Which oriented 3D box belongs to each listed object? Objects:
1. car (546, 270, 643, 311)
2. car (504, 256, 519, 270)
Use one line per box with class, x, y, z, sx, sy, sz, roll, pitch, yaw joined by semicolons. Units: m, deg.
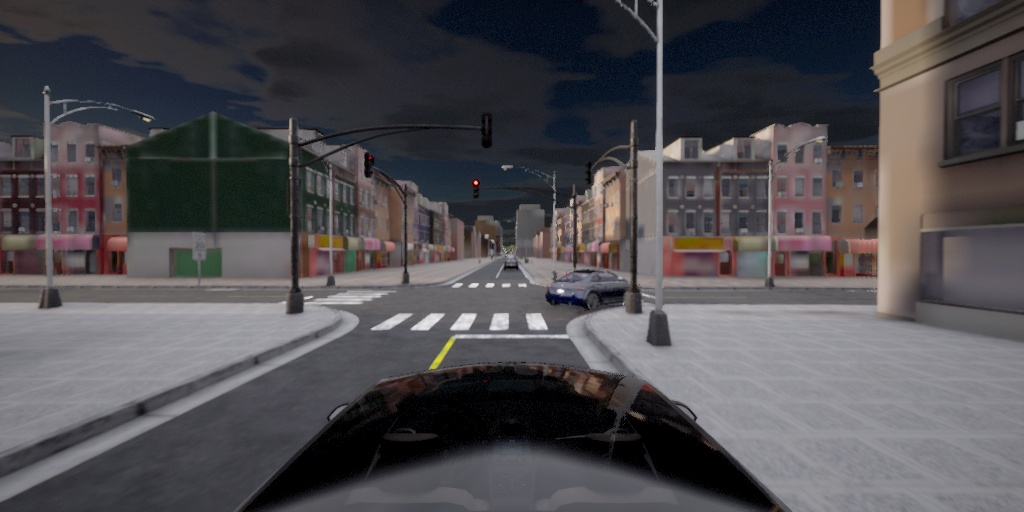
car;3.313;1.229;14.099;4.181;1.385;1.994;0;0;-39
car;-0.096;0.977;42.798;1.948;1.339;4.313;0;0;0
